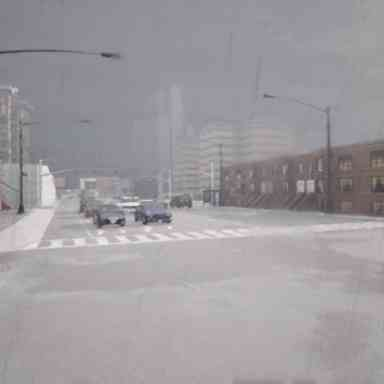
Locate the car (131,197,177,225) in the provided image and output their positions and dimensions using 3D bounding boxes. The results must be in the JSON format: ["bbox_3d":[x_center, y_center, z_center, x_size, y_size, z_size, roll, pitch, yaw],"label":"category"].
[{"bbox_3d":[-3.113,1.545,26.343,2.097,1.767,4.553,-1,0,-21],"label":"car"}]

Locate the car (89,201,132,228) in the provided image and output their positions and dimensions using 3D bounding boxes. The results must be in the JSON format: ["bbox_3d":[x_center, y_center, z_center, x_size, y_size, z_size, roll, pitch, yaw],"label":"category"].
[{"bbox_3d":[-6.082,1.711,24.314,2.128,1.511,4.902,-1,0,-21],"label":"car"}]

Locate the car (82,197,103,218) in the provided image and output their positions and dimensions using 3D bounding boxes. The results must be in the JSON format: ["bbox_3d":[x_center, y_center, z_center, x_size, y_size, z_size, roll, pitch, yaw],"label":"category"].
[{"bbox_3d":[-9.768,1.672,33.907,2.097,1.767,4.553,-1,0,-21],"label":"car"}]

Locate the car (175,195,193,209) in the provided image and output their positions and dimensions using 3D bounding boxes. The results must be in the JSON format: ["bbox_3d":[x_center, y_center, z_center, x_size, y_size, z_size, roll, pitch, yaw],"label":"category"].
[{"bbox_3d":[-1.700,1.544,52.191,2.150,2.045,5.566,-1,0,-21],"label":"car"}]

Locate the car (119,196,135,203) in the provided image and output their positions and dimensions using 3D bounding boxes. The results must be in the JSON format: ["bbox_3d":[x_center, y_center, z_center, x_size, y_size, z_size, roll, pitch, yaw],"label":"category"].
[{"bbox_3d":[-6.565,1.506,35.319,2.150,2.045,5.566,-1,0,-21],"label":"car"}]

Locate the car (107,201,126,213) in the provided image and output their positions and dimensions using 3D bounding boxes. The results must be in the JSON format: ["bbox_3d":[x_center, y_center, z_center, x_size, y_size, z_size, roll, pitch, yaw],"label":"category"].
[{"bbox_3d":[-10.220,1.989,44.913,1.895,1.301,4.718,-1,0,-21],"label":"car"}]

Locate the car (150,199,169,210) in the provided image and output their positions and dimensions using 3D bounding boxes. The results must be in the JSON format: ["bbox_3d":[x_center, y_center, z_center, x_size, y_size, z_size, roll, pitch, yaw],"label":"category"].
[{"bbox_3d":[-5.096,1.885,51.287,1.812,1.442,4.674,-1,0,-21],"label":"car"}]

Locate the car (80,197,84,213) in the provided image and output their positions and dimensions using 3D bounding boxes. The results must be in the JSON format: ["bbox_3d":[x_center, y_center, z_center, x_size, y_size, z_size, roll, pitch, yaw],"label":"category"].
[{"bbox_3d":[-13.573,1.645,43.876,2.150,2.045,5.566,-1,0,-21],"label":"car"}]
